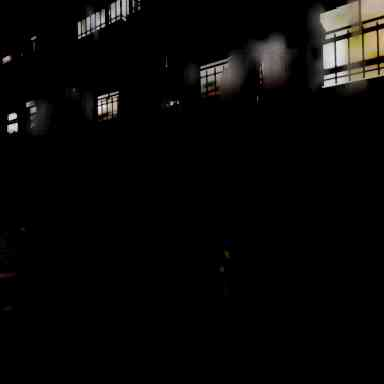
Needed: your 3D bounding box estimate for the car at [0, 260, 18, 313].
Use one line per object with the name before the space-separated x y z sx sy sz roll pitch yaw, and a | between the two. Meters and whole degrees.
car | -5.126 1.551 6.414 4.507 1.381 1.887 0 -1 36
